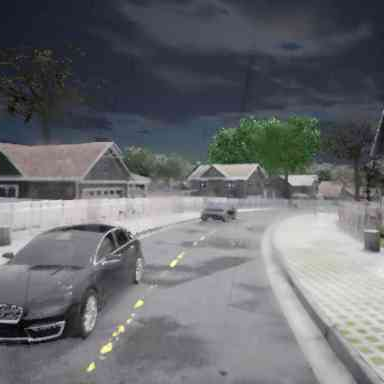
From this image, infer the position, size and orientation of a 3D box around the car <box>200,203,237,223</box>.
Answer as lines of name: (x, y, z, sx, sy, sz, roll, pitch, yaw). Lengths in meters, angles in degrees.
car: (2.269, 1.586, 26.536, 2.033, 1.411, 5.357, 1, 0, 20)

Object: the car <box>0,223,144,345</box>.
car: (-2.299, 1.458, 6.655, 1.837, 1.490, 4.892, 0, 0, 6)
